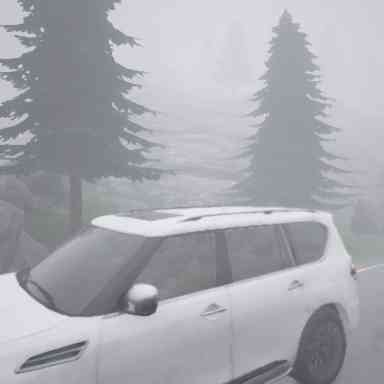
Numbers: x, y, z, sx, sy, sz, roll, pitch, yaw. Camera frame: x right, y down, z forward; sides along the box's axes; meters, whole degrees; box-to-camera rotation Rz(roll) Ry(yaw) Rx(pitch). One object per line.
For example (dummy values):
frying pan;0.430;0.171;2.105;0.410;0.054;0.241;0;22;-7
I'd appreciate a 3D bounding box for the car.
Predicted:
car;-0.336;1.223;3.741;5.566;2.045;2.150;0;0;-36
